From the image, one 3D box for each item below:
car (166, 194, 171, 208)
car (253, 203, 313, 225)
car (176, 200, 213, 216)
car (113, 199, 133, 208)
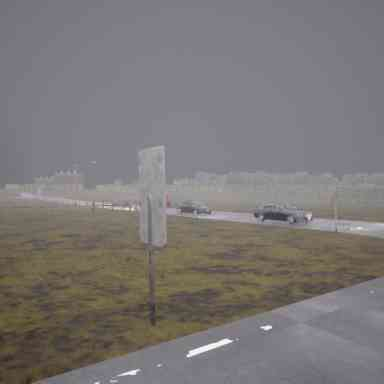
[{"bbox_3d":[-5.206,1.292,47.703,2.150,2.045,5.566,-2,1,-35],"label":"car"},{"bbox_3d":[6.915,1.621,25.624,2.128,1.511,4.902,-2,1,-35],"label":"car"},{"bbox_3d":[0.180,1.650,35.080,1.837,1.490,4.892,-2,2,-35],"label":"car"},{"bbox_3d":[-10.555,1.707,50.244,1.994,1.385,4.181,-2,1,-35],"label":"car"}]
